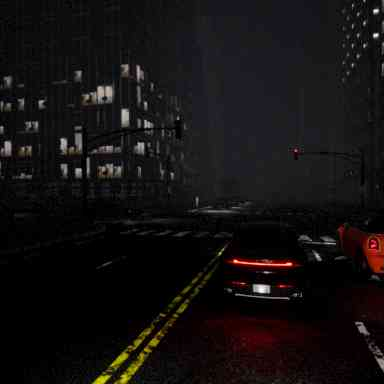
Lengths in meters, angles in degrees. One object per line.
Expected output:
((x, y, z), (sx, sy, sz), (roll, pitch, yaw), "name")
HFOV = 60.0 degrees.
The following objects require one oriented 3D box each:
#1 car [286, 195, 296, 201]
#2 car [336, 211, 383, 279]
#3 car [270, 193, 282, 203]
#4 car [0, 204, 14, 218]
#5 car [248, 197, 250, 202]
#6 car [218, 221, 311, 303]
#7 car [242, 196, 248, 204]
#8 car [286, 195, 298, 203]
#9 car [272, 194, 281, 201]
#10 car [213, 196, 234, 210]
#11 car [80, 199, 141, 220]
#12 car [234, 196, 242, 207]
((23.546, 1.465, 79.517), (2.033, 1.411, 5.357), (0, 0, 14), "car")
((5.734, 1.347, 9.962), (2.097, 1.767, 4.553), (0, 0, 15), "car")
((17.808, 1.157, 70.269), (2.150, 2.045, 5.566), (0, 0, 14), "car")
((-16.744, 1.434, 27.237), (4.313, 1.339, 1.947), (1, 1, 16), "car")
((11.155, 1.496, 70.504), (1.994, 1.385, 4.181), (0, 0, 14), "car")
((1.862, 1.501, 8.362), (1.837, 1.490, 4.892), (0, 0, 14), "car")
((8.595, 1.481, 60.849), (1.812, 1.442, 4.674), (0, 0, 15), "car")
((20.976, 1.463, 69.517), (2.128, 1.511, 4.902), (0, 0, 14), "car")
((20.398, 1.235, 80.329), (1.882, 1.535, 5.008), (0, 0, 14), "car")
((3.943, 1.501, 42.880), (1.812, 1.442, 4.674), (0, 0, 14), "car")
((-6.651, 1.389, 27.237), (5.008, 1.535, 1.882), (1, 1, 16), "car")
((6.253, 1.471, 51.857), (1.837, 1.490, 4.892), (0, 0, 14), "car")
